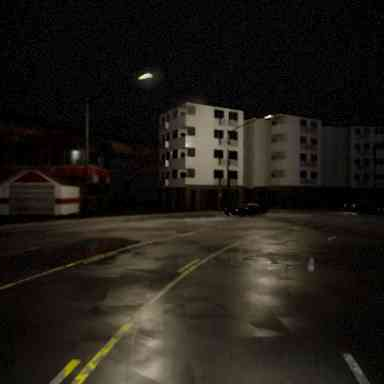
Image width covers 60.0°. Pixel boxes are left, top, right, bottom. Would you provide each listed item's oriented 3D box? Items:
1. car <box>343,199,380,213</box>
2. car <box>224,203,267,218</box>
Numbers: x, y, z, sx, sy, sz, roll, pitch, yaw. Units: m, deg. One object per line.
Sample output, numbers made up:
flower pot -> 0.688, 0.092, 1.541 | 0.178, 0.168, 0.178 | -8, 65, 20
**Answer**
car -> 21.767, 1.707, 42.778 | 4.553, 1.767, 2.097 | 0, 0, -19
car -> 5.332, 1.813, 33.183 | 4.718, 1.301, 1.895 | 1, 0, -40
